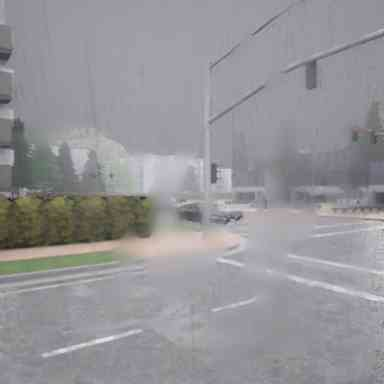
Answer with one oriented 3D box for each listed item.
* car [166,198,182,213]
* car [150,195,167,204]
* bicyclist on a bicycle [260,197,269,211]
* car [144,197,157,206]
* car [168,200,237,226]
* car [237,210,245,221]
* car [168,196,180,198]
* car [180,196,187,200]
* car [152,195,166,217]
[{"bbox_3d":[-3.636,1.595,35.102,2.033,1.411,5.357,0,0,-35],"label":"car"},{"bbox_3d":[-6.769,1.444,67.586,2.097,1.767,4.553,0,0,10],"label":"car"},{"bbox_3d":[8.278,1.378,37.883,1.656,1.620,0.582,0,0,-38],"label":"bicyclist on a bicycle"},{"bbox_3d":[-7.103,1.622,57.303,2.033,1.411,5.357,0,0,-4],"label":"car"},{"bbox_3d":[0.637,1.543,23.533,1.837,1.490,4.892,0,0,-38],"label":"car"},{"bbox_3d":[2.091,1.648,27.339,1.895,1.301,4.718,0,0,-37],"label":"car"},{"bbox_3d":[-3.662,1.613,60.436,1.812,1.442,4.674,0,0,-1],"label":"car"},{"bbox_3d":[-2.552,1.630,70.351,2.128,1.511,4.902,0,0,17],"label":"car"},{"bbox_3d":[-4.701,1.390,30.813,2.097,1.767,4.553,0,0,-34],"label":"car"}]
